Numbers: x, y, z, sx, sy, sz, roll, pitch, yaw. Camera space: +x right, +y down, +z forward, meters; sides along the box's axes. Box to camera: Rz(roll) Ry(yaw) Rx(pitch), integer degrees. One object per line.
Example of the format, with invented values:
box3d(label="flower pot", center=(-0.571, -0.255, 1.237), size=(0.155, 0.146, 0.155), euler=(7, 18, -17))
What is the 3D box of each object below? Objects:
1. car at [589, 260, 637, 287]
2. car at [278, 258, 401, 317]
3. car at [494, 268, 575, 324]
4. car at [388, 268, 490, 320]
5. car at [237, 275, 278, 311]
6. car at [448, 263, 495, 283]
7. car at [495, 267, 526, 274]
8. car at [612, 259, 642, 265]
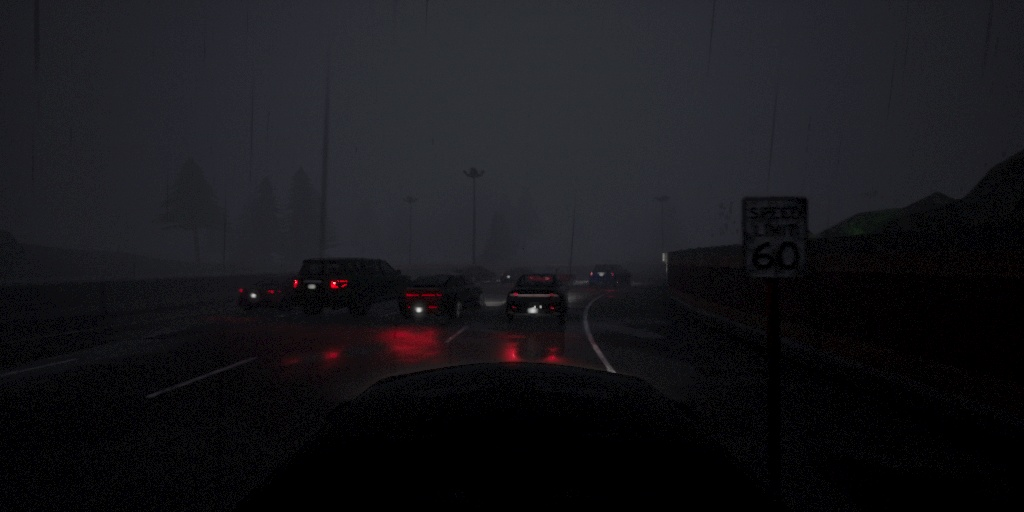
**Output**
box3d(label="car", center=(7.655, 1.385, 27.559), size=(2.097, 1.767, 4.553), euler=(0, -1, 35))
box3d(label="car", center=(-5.866, 1.107, 14.073), size=(2.150, 2.045, 5.566), euler=(0, -1, 11))
box3d(label="car", center=(1.020, 1.364, 12.622), size=(2.128, 1.511, 4.902), euler=(0, 0, 10))
box3d(label="car", center=(-2.394, 1.385, 13.281), size=(1.837, 1.490, 4.892), euler=(0, 0, 10))
box3d(label="car", center=(-9.117, 1.463, 15.182), size=(1.994, 1.385, 4.181), euler=(0, -1, 11))
box3d(label="car", center=(-3.086, 1.568, 30.304), size=(1.837, 1.490, 4.892), euler=(-1, -1, 31))
box3d(label="car", center=(0.821, 1.623, 29.923), size=(1.994, 1.385, 4.181), euler=(0, -1, 33))
box3d(label="car", center=(19.823, 1.746, 61.173), size=(4.902, 1.511, 2.128), euler=(-1, -1, -18))
